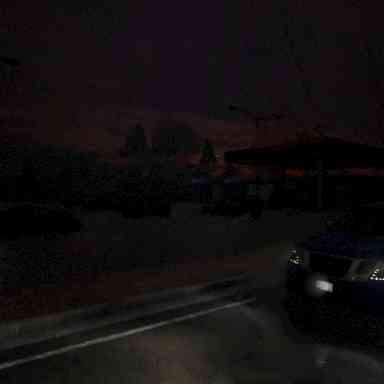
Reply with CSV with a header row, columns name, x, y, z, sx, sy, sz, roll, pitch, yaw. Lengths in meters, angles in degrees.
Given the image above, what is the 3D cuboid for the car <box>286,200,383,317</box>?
name,x,y,z,sx,sy,sz,roll,pitch,yaw
car,4.452,1.206,7.150,5.566,2.045,2.150,0,0,-36

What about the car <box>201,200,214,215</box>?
name,x,y,z,sx,sy,sz,roll,pitch,yaw
car,2.900,1.502,33.469,3.806,1.475,1.970,0,0,-36

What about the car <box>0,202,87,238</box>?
name,x,y,z,sx,sy,sz,roll,pitch,yaw
car,-8.087,1.477,17.041,4.514,1.523,2.007,0,0,-36

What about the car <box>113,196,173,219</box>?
name,x,y,z,sx,sy,sz,roll,pitch,yaw
car,-3.977,1.255,28.508,4.605,1.855,1.932,0,0,-36

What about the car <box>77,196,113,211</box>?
name,x,y,z,sx,sy,sz,roll,pitch,yaw
car,-10.640,1.449,39.057,4.514,1.523,2.007,0,0,-36

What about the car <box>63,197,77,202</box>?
name,x,y,z,sx,sy,sz,roll,pitch,yaw
car,-16.415,1.467,47.212,3.633,1.501,1.845,0,0,-36

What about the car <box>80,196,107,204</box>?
name,x,y,z,sx,sy,sz,roll,pitch,yaw
car,-18.925,1.467,63.834,4.514,1.523,2.007,0,0,-36

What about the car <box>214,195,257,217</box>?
name,x,y,z,sx,sy,sz,roll,pitch,yaw
car,4.335,1.221,30.408,3.866,1.878,1.905,0,0,-36

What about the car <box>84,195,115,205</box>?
name,x,y,z,sx,sy,sz,roll,pitch,yaw
car,-17.058,1.459,61.312,5.027,1.636,2.152,0,0,-36
